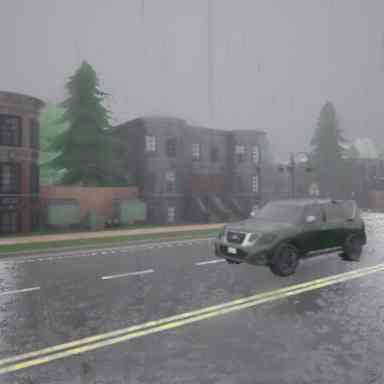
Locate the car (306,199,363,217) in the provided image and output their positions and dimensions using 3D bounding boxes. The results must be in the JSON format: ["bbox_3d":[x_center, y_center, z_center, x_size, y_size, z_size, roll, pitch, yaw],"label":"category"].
[{"bbox_3d":[14.070,1.519,33.156,2.128,1.511,4.902,0,0,-33],"label":"car"}]

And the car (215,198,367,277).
[{"bbox_3d":[3.348,1.239,10.640,5.566,2.045,2.150,0,0,-35],"label":"car"}]

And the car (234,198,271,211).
[{"bbox_3d":[7.703,1.525,42.964,1.837,1.490,4.892,0,0,-33],"label":"car"}]
